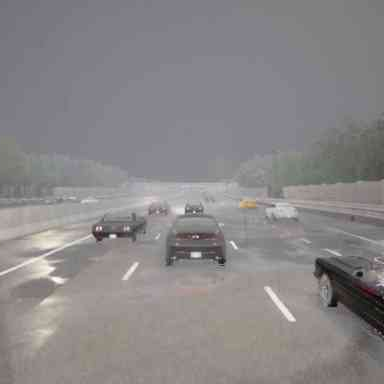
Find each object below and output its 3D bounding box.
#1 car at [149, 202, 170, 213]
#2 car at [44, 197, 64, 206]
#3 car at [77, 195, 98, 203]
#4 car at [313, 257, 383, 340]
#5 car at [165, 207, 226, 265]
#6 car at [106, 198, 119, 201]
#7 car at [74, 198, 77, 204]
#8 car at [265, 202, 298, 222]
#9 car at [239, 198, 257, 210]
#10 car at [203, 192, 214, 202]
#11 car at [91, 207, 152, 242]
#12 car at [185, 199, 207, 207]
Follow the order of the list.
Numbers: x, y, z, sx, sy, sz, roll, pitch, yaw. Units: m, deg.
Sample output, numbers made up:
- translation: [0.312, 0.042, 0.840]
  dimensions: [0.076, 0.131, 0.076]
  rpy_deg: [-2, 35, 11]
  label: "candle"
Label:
- translation: [-3.275, 1.641, 34.212]
  dimensions: [1.895, 1.301, 4.718]
  rpy_deg: [0, 0, 0]
  label: "car"
- translation: [-24.172, 1.581, 58.192]
  dimensions: [2.128, 1.511, 4.902]
  rpy_deg: [0, 0, 1]
  label: "car"
- translation: [-17.215, 1.611, 56.096]
  dimensions: [1.812, 1.442, 4.674]
  rpy_deg: [0, 0, 1]
  label: "car"
- translation: [3.503, 1.602, 4.983]
  dimensions: [1.895, 1.301, 4.718]
  rpy_deg: [0, 0, 0]
  label: "car"
- translation: [0.118, 1.510, 11.714]
  dimensions: [1.837, 1.490, 4.892]
  rpy_deg: [0, 0, 0]
  label: "car"
- translation: [-13.698, 1.688, 57.137]
  dimensions: [1.895, 1.301, 4.718]
  rpy_deg: [0, 0, 1]
  label: "car"
- translation: [-20.606, 1.448, 62.670]
  dimensions: [2.097, 1.767, 4.553]
  rpy_deg: [0, 0, 1]
  label: "car"
- translation: [7.104, 1.552, 26.605]
  dimensions: [1.812, 1.442, 4.674]
  rpy_deg: [0, 0, 1]
  label: "car"
- translation: [7.289, 1.542, 43.585]
  dimensions: [1.882, 1.535, 5.008]
  rpy_deg: [0, 0, 1]
  label: "car"
- translation: [4.147, 1.481, 79.054]
  dimensions: [2.097, 1.767, 4.553]
  rpy_deg: [0, 0, 1]
  label: "car"
- translation: [-3.368, 1.610, 16.461]
  dimensions: [1.895, 1.301, 4.718]
  rpy_deg: [0, 0, 0]
  label: "car"
- translation: [0.226, 1.642, 34.279]
  dimensions: [1.895, 1.301, 4.718]
  rpy_deg: [0, 0, 0]
  label: "car"
